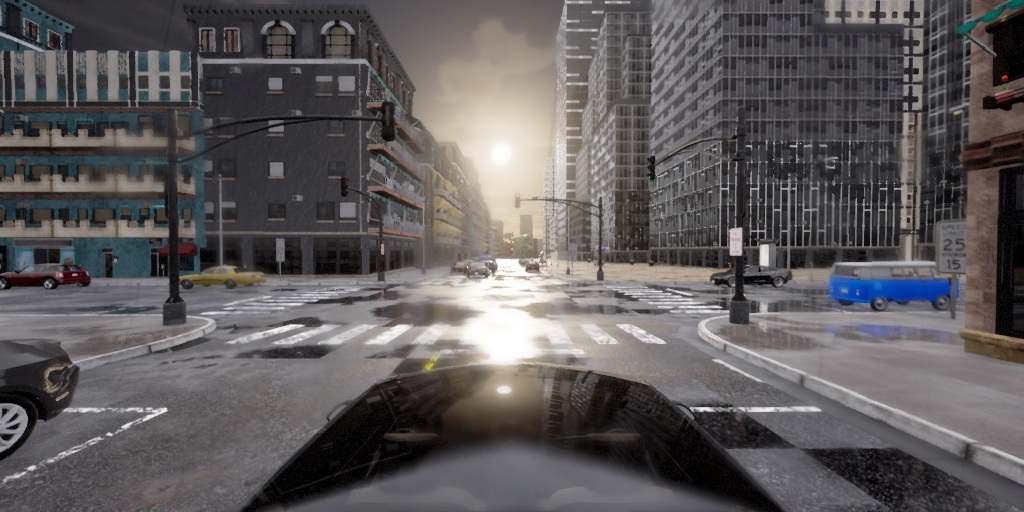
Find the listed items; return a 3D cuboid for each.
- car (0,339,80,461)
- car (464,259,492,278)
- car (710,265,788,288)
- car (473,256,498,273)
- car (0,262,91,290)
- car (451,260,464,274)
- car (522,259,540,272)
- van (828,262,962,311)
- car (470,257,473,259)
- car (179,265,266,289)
[{"bbox_3d":[-5.691,1.300,2.139,2.007,1.370,4.403,0,0,0],"label":"car"},{"bbox_3d":[-3.160,1.269,34.181,1.812,1.442,4.674,0,0,0],"label":"car"},{"bbox_3d":[14.637,1.215,22.214,4.313,1.339,1.948,0,0,0],"label":"car"},{"bbox_3d":[-3.175,0.964,44.087,2.150,2.045,5.566,0,0,0],"label":"car"},{"bbox_3d":[-28.819,1.189,22.060,4.097,1.591,1.967,0,0,0],"label":"car"},{"bbox_3d":[-5.764,1.288,40.205,1.888,1.381,4.507,0,0,0],"label":"car"},{"bbox_3d":[2.572,1.288,45.928,1.888,1.381,4.507,0,0,0],"label":"car"},{"bbox_3d":[14.667,1.116,13.834,3.998,1.789,1.690,0,0,0],"label":"van"},{"bbox_3d":[-5.775,1.182,45.854,1.967,1.591,4.097,0,0,0],"label":"car"},{"bbox_3d":[-17.921,1.246,22.099,4.829,1.417,1.751,0,0,0],"label":"car"}]
